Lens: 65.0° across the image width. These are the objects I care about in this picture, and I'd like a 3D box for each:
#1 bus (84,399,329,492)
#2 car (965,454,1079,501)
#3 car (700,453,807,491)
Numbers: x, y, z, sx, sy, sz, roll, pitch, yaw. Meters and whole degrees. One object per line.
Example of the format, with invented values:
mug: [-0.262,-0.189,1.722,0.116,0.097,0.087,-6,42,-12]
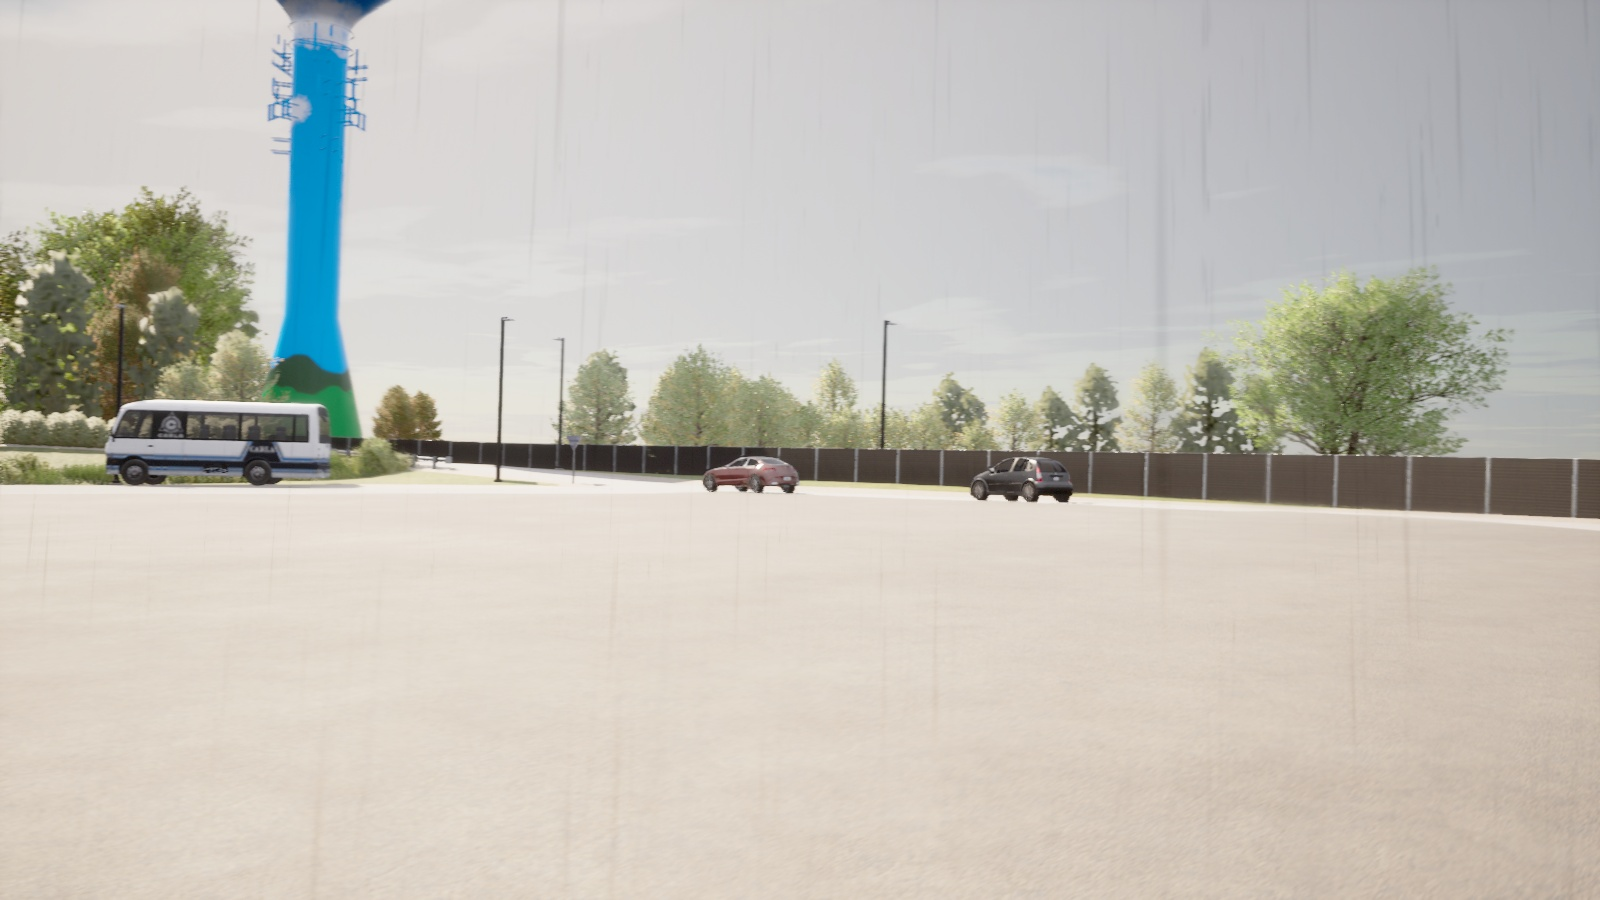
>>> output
bus: [-29.324,-0.176,62.636,10.273,4.253,3.944,1,-1,-9]
car: [7.960,0.995,45.319,1.851,1.617,3.988,2,-2,-32]
car: [-2.172,0.987,57.095,2.152,1.651,5.027,1,-2,-42]
